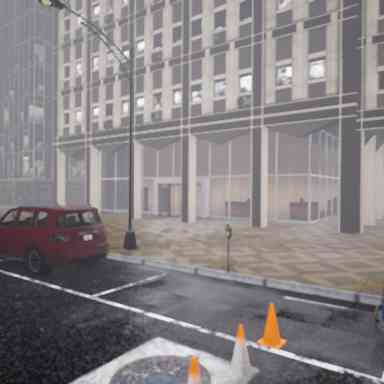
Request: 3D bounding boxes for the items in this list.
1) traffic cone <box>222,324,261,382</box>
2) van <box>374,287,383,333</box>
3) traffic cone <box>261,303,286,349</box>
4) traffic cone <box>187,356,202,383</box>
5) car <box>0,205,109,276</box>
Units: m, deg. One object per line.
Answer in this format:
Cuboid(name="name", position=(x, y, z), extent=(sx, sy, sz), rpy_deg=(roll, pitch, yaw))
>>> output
Cuboid(name="traffic cone", position=(0.606, 1.956, 4.159), extent=(0.340, 0.580, 0.340), rpy_deg=(0, 0, 36))
Cuboid(name="van", position=(4.464, 1.341, 3.790), extent=(3.998, 1.788, 1.690), rpy_deg=(0, 1, 36))
Cuboid(name="traffic cone", position=(1.190, 1.956, 4.970), extent=(0.340, 0.580, 0.340), rpy_deg=(0, 0, 36))
Cuboid(name="traffic cone", position=(0.022, 1.956, 3.348), extent=(0.340, 0.580, 0.340), rpy_deg=(0, 0, 36))
Cuboid(name="car", position=(-4.760, 1.319, 10.433), extent=(5.009, 1.841, 2.192), rpy_deg=(0, 1, 36))
